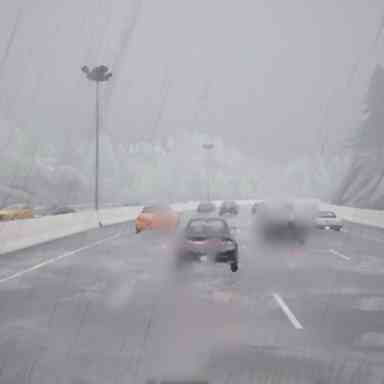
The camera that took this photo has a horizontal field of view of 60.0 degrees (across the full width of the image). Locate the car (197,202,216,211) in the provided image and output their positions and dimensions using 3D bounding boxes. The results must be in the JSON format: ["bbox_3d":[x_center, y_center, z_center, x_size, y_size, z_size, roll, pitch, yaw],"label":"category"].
[{"bbox_3d":[2.032,2.080,44.965,2.128,1.511,4.902,0,-1,14],"label":"car"}]

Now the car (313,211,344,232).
[{"bbox_3d":[8.563,1.909,22.527,1.895,1.301,4.718,0,-1,7],"label":"car"}]

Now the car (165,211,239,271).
[{"bbox_3d":[0.537,1.644,11.487,2.128,1.511,4.902,0,-1,3],"label":"car"}]

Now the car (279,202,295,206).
[{"bbox_3d":[13.452,2.111,47.035,1.882,1.535,5.008,0,-1,15],"label":"car"}]

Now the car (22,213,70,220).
[{"bbox_3d":[-11.933,1.845,28.727,2.128,1.511,4.902,0,-1,8],"label":"car"}]

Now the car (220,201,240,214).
[{"bbox_3d":[4.716,1.891,40.967,2.097,1.767,4.553,0,-1,12],"label":"car"}]

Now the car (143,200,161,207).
[{"bbox_3d":[-8.488,2.430,71.171,1.812,1.442,4.674,0,-1,19],"label":"car"}]

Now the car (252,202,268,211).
[{"bbox_3d":[9.175,2.086,44.558,2.128,1.511,4.902,0,-1,15],"label":"car"}]

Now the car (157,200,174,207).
[{"bbox_3d":[-5.496,2.436,69.153,1.994,1.385,4.181,0,-1,19],"label":"car"}]

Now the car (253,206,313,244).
[{"bbox_3d":[4.482,1.710,17.210,1.882,1.535,5.008,0,-1,5],"label":"car"}]

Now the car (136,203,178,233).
[{"bbox_3d":[-2.087,1.628,21.524,2.097,1.767,4.553,0,-1,6],"label":"car"}]
